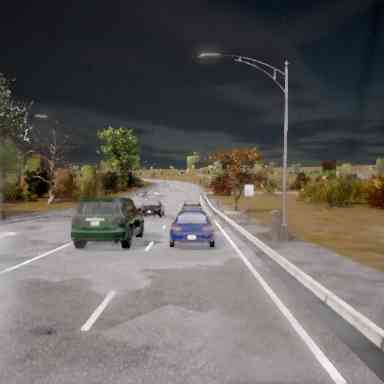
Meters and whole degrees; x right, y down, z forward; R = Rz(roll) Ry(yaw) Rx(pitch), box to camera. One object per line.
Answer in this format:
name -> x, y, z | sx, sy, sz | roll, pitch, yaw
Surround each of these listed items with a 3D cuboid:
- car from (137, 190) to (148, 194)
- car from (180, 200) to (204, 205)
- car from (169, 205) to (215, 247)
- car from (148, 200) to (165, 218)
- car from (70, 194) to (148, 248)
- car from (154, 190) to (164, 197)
car -> -10.498, 0.270, 70.434 | 2.128, 1.511, 4.902 | 0, 3, 0
car -> 0.001, 1.465, 29.689 | 2.128, 1.511, 4.902 | 0, 0, 0
car -> 0.001, 1.517, 14.671 | 1.812, 1.442, 4.674 | 0, 0, 0
car -> -3.499, 1.455, 29.691 | 1.882, 1.535, 5.008 | 0, 0, 0
car -> -3.499, 1.241, 14.697 | 2.150, 2.045, 5.566 | 0, 0, 0
car -> -6.998, 0.342, 70.407 | 1.895, 1.301, 4.718 | 0, 3, 0
